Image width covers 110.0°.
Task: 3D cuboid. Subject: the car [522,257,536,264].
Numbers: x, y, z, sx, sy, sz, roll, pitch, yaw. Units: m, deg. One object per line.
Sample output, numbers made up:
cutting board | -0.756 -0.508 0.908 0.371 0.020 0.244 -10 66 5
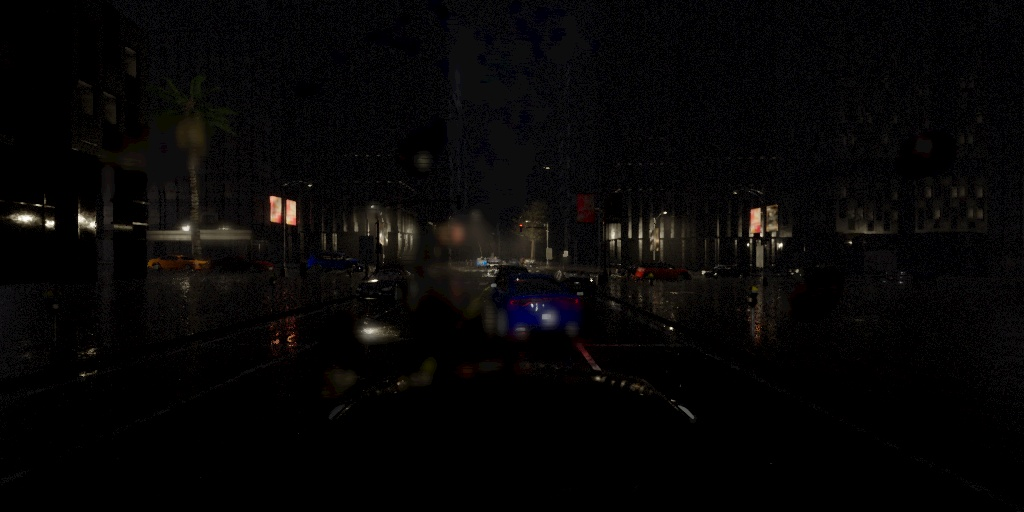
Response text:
car | 2.979 1.319 58.970 2.007 1.370 4.403 0 0 1

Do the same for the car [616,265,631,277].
car | 13.762 1.532 38.892 4.902 1.511 2.128 1 0 -1

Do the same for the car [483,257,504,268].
car | -2.882 1.259 56.158 2.128 1.511 4.902 0 0 2

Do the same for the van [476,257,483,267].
van | -5.494 1.113 64.562 1.690 1.789 3.998 0 0 1

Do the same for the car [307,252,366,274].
car | -17.268 0.694 35.567 5.566 2.045 2.150 1 0 -1

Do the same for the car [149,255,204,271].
car | -32.974 0.677 35.631 5.008 1.535 1.882 2 0 1

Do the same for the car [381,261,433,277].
car | -9.497 1.149 32.294 4.674 1.442 1.812 2 0 0

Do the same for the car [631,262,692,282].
car | 13.603 1.376 32.207 4.553 1.767 2.097 1 0 0

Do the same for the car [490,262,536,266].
car | 0.075 1.257 17.996 1.837 1.490 4.892 0 0 0

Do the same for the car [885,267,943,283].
car | 43.400 1.954 38.754 4.553 1.767 2.097 1 0 1

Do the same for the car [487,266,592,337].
car | 0.468 1.229 10.482 1.882 1.535 5.008 0 0 -8

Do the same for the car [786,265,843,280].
car | 35.430 1.934 42.065 5.008 1.535 1.882 1 0 0

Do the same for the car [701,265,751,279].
car | 23.181 1.708 38.872 4.902 1.511 2.128 1 0 0

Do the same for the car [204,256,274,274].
car | -24.244 0.822 32.348 5.008 1.535 1.882 1 0 0

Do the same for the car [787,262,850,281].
car | 33.165 1.629 38.825 5.566 2.045 2.150 1 0 1

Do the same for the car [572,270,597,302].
car | 2.770 1.303 16.787 2.007 1.370 4.403 0 0 0

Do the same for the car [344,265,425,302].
car | -5.756 1.302 16.794 2.007 1.370 4.403 0 0 0

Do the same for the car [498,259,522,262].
car | -0.216 1.391 47.280 1.895 1.301 4.718 0 0 8
